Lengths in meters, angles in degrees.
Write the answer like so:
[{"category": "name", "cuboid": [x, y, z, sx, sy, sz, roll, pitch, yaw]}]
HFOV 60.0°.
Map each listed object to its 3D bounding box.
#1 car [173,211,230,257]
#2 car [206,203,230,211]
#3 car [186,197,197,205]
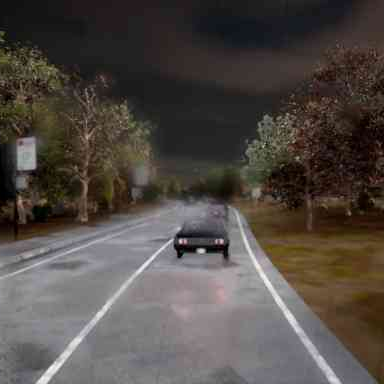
[{"category": "car", "cuboid": [0.521, 1.649, 13.096, 1.895, 1.301, 4.718, -1, 0, 6]}, {"category": "car", "cuboid": [2.108, 1.631, 27.280, 2.033, 1.411, 5.357, -1, 0, 7]}, {"category": "car", "cuboid": [-0.137, 1.707, 65.203, 2.128, 1.511, 4.902, 1, 0, -5]}]
